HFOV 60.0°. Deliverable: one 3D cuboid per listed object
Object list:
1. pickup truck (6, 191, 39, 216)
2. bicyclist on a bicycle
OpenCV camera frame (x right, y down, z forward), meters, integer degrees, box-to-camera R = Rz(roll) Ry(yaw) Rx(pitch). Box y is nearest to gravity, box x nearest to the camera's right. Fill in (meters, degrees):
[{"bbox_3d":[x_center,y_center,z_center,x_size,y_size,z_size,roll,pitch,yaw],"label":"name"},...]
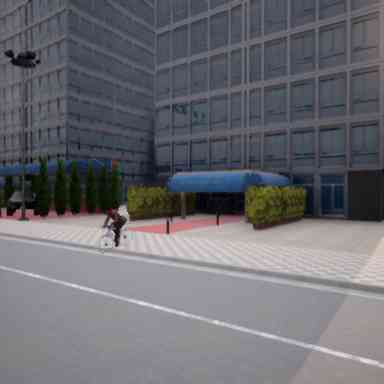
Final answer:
[{"bbox_3d":[-15.163,0.971,30.076,2.390,2.098,6.274,0,0,-25],"label":"pickup truck"},{"bbox_3d":[-2.824,1.321,12.127,0.582,1.620,1.656,0,9,34],"label":"bicyclist on a bicycle"}]
